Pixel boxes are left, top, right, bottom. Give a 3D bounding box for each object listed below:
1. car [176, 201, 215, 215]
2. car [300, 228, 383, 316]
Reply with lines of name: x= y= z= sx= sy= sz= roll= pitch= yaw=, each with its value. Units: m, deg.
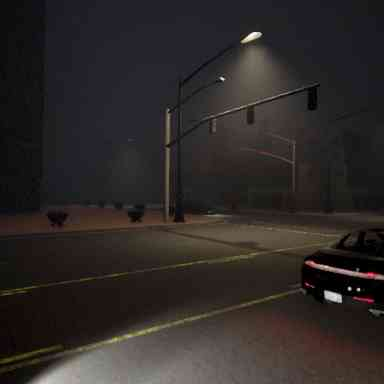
car: x=0.227 y=1.645 z=36.033 sx=2.033 sy=1.411 sz=5.357 roll=1 pitch=-1 yaw=-35
car: x=4.300 y=1.512 z=6.871 sx=4.902 sy=1.511 sz=2.128 roll=0 pitch=0 yaw=-35
